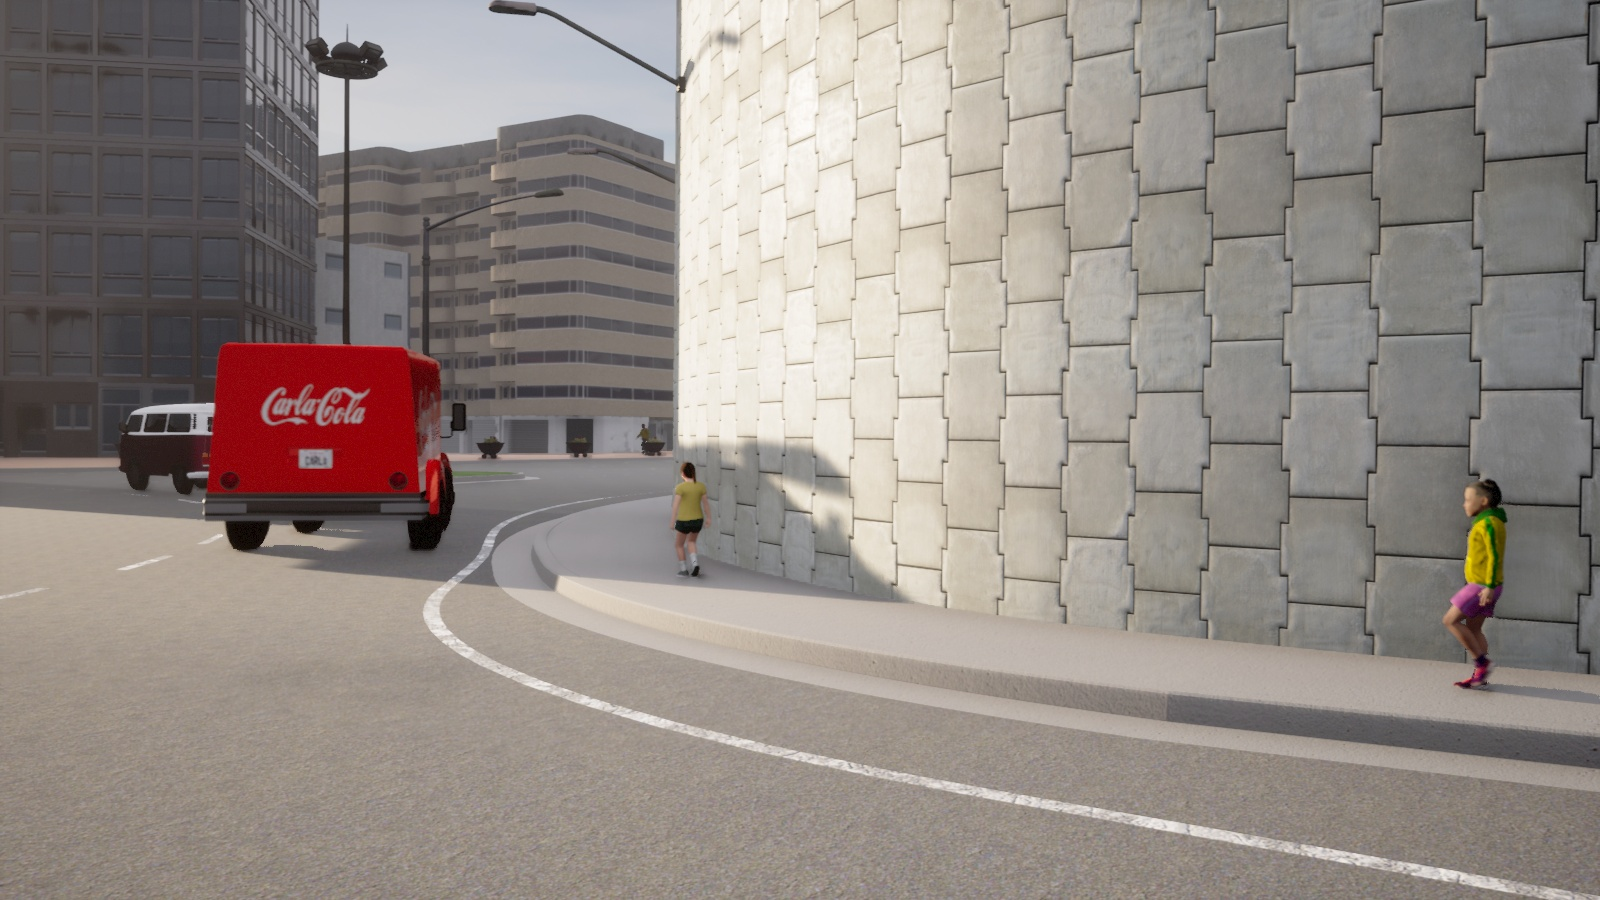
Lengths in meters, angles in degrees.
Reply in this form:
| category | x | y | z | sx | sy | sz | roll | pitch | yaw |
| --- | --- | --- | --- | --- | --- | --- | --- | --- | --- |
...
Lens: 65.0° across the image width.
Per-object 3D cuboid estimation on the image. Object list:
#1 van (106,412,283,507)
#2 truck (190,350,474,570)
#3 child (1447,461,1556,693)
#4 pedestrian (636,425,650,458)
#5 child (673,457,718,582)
| category | x | y | z | sx | sy | sz | roll | pitch | yaw |
| --- | --- | --- | --- | --- | --- | --- | --- | --- | --- |
| van | -14.057 | 0.192 | 29.039 | 4.480 | 2.038 | 2.069 | 0 | 1 | 41 |
| truck | -5.956 | 0.070 | 16.834 | 2.627 | 2.467 | 5.204 | -1 | 1 | -10 |
| child | 3.676 | 0.643 | 6.583 | 0.473 | 1.160 | 0.299 | 0 | 1 | 35 |
| pedestrian | -8.797 | -0.459 | 70.489 | 0.370 | 1.835 | 0.726 | 0 | 1 | 40 |
| child | -0.957 | 0.620 | 11.448 | 0.255 | 1.110 | 0.394 | -1 | 1 | -30 |
